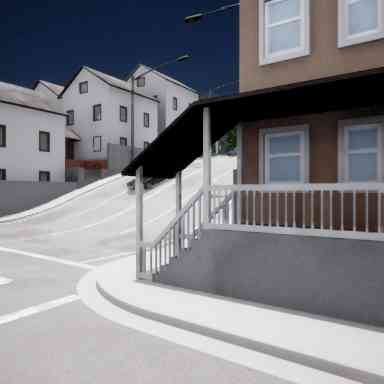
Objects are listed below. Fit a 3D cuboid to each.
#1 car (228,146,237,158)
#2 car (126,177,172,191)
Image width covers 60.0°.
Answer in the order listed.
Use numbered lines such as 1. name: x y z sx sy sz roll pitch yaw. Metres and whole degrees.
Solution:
1. car: 6.126 -5.077 40.855 1.812 1.442 4.674 0 8 36
2. car: -3.289 -1.217 27.418 1.895 1.301 4.718 0 20 35
